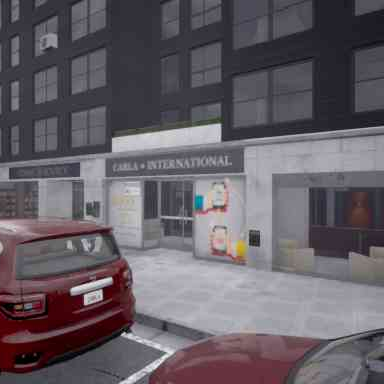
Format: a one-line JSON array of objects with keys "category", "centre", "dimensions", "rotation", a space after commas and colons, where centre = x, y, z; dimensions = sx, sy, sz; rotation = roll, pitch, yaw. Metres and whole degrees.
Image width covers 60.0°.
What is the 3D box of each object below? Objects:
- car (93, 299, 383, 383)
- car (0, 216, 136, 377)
[{"category": "car", "centre": [1.513, 1.582, 1.999], "dimensions": [4.206, 1.307, 1.802], "rotation": [0, 0, 35]}, {"category": "car", "centre": [-3.099, 1.314, 5.281], "dimensions": [5.009, 1.841, 2.192], "rotation": [0, 0, 35]}]
